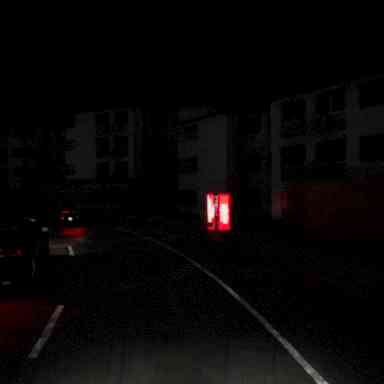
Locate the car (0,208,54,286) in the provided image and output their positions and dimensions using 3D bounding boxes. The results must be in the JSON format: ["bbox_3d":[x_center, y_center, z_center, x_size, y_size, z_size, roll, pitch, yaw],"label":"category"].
[{"bbox_3d":[-5.118,1.448,9.057,1.882,1.535,5.008,0,0,-17],"label":"car"}]

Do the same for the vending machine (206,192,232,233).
[{"bbox_3d":[1.433,1.057,17.709,1.100,2.100,0.880,-1,0,-27],"label":"vending machine"}]

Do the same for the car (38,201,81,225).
[{"bbox_3d":[-9.176,1.408,22.637,1.837,1.490,4.892,0,1,-40],"label":"car"}]
